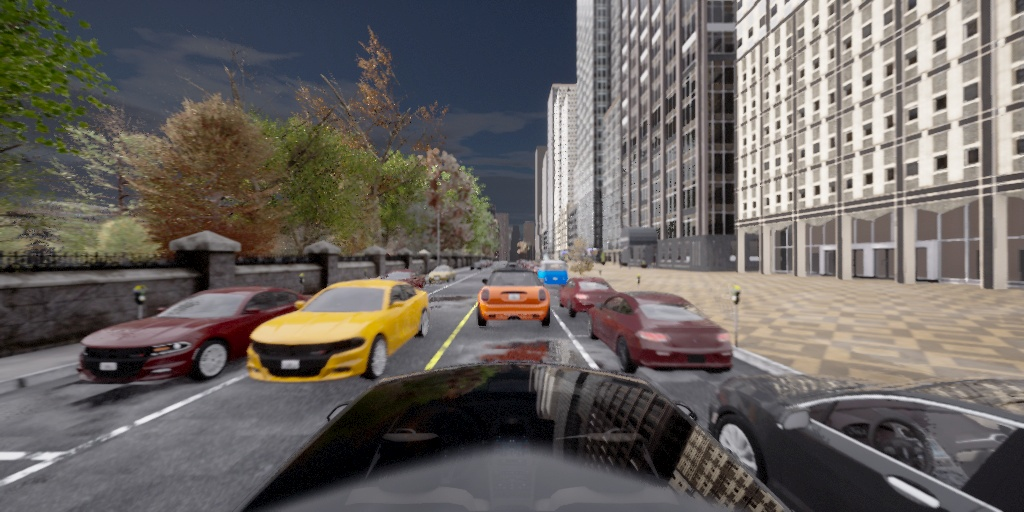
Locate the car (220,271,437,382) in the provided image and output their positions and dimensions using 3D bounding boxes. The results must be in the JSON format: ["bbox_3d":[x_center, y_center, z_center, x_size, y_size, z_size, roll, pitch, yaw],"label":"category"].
[{"bbox_3d":[-3.102,1.254,7.510,1.882,1.535,5.008,0,0,0],"label":"car"}]

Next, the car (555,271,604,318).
[{"bbox_3d":[2.687,1.384,12.933,1.802,1.307,4.207,0,0,0],"label":"car"}]

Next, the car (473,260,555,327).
[{"bbox_3d":[0.037,1.149,11.938,2.097,1.767,4.553,0,0,0],"label":"car"}]

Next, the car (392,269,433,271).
[{"bbox_3d":[-5.695,1.374,18.564,1.888,1.381,4.507,0,0,0],"label":"car"}]

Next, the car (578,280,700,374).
[{"bbox_3d":[2.687,1.357,7.301,1.802,1.307,4.207,0,0,0],"label":"car"}]

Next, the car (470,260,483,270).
[{"bbox_3d":[-5.702,1.607,57.989,1.948,1.339,4.313,0,0,0],"label":"car"}]

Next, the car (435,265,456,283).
[{"bbox_3d":[-5.697,1.413,29.659,1.751,1.417,4.829,0,0,0],"label":"car"}]

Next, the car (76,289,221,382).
[{"bbox_3d":[-5.693,1.320,7.300,1.888,1.381,4.507,0,0,0],"label":"car"}]

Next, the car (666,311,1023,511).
[{"bbox_3d":[2.688,1.300,1.669,2.007,1.370,4.403,0,0,0],"label":"car"}]

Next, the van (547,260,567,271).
[{"bbox_3d":[2.684,1.198,24.198,1.690,1.789,3.998,0,0,0],"label":"van"}]
